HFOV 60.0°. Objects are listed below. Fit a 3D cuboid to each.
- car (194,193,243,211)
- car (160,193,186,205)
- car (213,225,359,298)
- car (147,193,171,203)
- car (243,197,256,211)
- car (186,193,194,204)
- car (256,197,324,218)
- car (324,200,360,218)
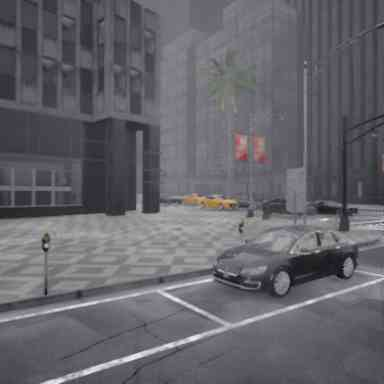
[{"bbox_3d":[2.695,1.054,34.977,1.882,1.535,5.008,0,1,-35],"label":"car"},{"bbox_3d":[-3.150,1.004,43.234,1.895,1.301,4.718,0,1,-35],"label":"car"},{"bbox_3d":[2.517,1.563,8.444,4.403,1.369,2.008,0,0,-36],"label":"car"},{"bbox_3d":[-5.190,0.843,51.790,1.994,1.385,4.181,0,1,-35],"label":"car"},{"bbox_3d":[6.457,1.186,35.292,1.994,1.385,4.181,0,1,-35],"label":"car"},{"bbox_3d":[0.594,0.925,43.566,1.882,1.535,5.008,0,1,-35],"label":"car"},{"bbox_3d":[7.984,1.241,27.514,1.837,1.490,4.892,0,1,-35],"label":"car"},{"bbox_3d":[11.543,1.377,28.128,1.895,1.301,4.718,0,1,-36],"label":"car"}]
